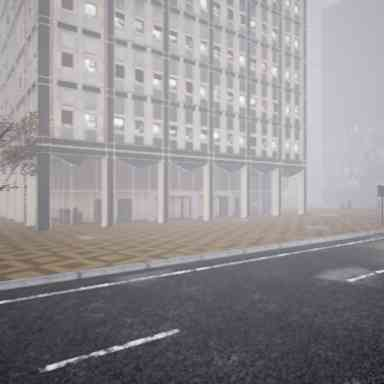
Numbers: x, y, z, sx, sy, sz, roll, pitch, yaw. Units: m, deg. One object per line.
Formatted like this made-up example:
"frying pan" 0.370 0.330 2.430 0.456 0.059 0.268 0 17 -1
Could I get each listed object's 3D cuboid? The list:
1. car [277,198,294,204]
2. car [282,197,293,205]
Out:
"car" 21.160 2.028 75.322 1.812 1.442 4.674 0 -1 -9
"car" 18.989 1.812 69.626 2.097 1.767 4.553 0 -1 -9
